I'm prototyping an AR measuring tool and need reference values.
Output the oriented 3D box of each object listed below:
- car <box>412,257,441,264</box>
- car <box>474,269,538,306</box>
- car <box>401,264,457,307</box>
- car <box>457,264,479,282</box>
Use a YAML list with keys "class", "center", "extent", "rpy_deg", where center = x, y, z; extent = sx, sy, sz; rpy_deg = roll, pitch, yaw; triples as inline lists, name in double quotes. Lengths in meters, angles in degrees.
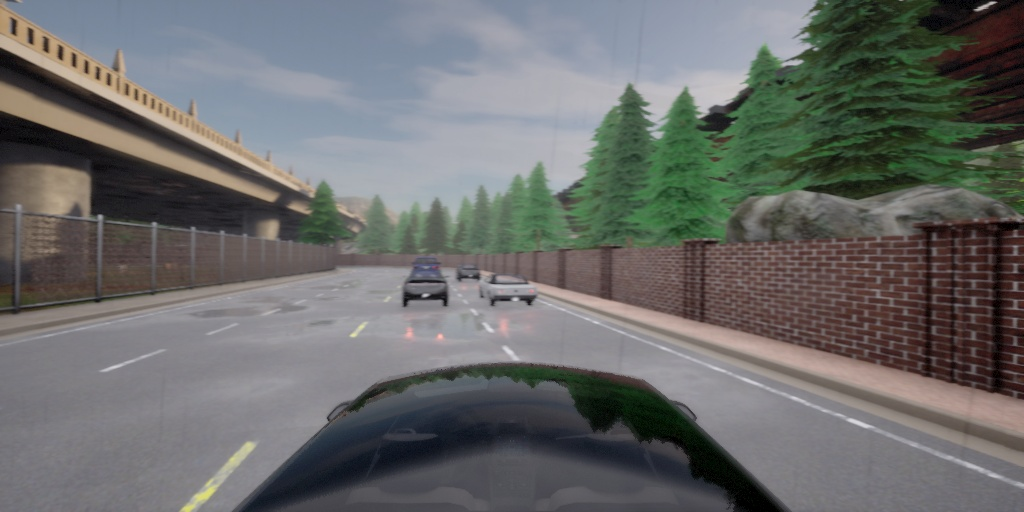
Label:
- class: "car"
  center: [-7.223, 1.079, 30.231]
  extent: [2.150, 2.045, 5.566]
  rpy_deg: [1, 0, -13]
- class: "car"
  center: [-0.368, 1.454, 16.531]
  extent: [1.895, 1.301, 4.718]
  rpy_deg: [1, 0, -13]
- class: "car"
  center: [-3.812, 1.296, 15.907]
  extent: [2.128, 1.511, 4.902]
  rpy_deg: [1, 0, -13]
- class: "car"
  center: [-3.883, 1.407, 31.309]
  extent: [2.128, 1.511, 4.902]
  rpy_deg: [1, 0, -13]
